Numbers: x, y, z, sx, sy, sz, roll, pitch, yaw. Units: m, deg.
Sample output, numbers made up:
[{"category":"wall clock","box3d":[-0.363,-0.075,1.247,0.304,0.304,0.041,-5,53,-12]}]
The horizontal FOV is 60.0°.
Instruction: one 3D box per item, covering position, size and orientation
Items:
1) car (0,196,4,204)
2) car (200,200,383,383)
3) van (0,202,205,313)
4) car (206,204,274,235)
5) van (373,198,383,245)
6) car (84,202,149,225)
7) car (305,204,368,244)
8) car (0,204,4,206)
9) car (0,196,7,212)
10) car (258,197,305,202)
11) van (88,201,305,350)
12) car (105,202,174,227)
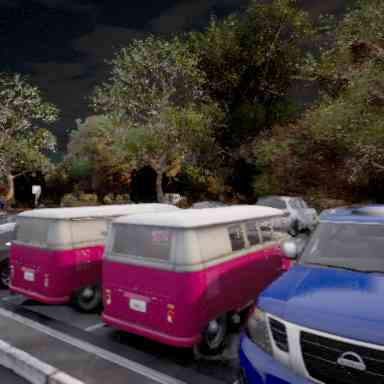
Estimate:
[{"category":"car","box3d":[-10.988,1.344,14.362,2.435,2.045,5.566,0,0,35]},{"category":"car","box3d":[2.709,1.254,4.598,2.435,2.045,5.566,0,0,36]},{"category":"van","box3d":[-1.773,1.310,7.971,1.878,1.987,4.442,0,0,35]},{"category":"car","box3d":[3.063,1.585,20.408,2.163,1.488,4.792,0,0,35]},{"category":"van","box3d":[9.926,1.285,15.694,1.878,1.987,4.442,0,0,35]},{"category":"car","box3d":[-5.958,1.616,26.882,2.231,1.521,4.892,0,0,36]},{"category":"car","box3d":[7.708,1.522,17.360,1.946,1.575,5.366,0,0,35]},{"category":"car","box3d":[-6.387,1.440,11.155,2.185,1.767,4.553,0,0,35]},{"category":"car","box3d":[-26.517,1.498,41.498,2.435,2.045,5.566,0,0,35]},{"category":"car","box3d":[5.355,1.289,18.844,2.435,2.045,5.566,0,0,35]},{"category":"van","box3d":[0.510,1.295,6.343,1.878,1.987,4.442,0,0,35]},{"category":"car","box3d":[-3.808,1.597,25.115,1.946,1.575,5.366,0,0,35]}]
